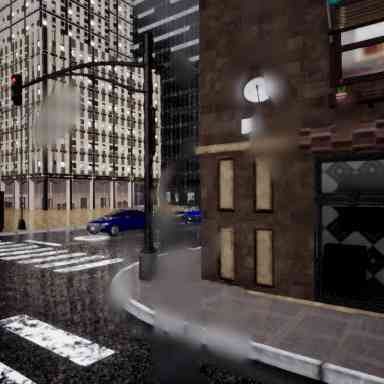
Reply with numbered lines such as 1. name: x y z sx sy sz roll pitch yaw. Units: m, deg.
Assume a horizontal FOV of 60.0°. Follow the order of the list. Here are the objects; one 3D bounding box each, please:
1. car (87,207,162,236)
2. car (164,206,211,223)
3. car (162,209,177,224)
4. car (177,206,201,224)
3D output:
1. car: -4.181 1.773 20.258 1.812 1.442 4.674 -1 -1 33
2. car: -0.330 1.975 30.490 2.008 1.369 4.403 -2 -2 35
3. car: -3.533 1.894 25.934 2.008 1.369 4.403 -2 -2 35
4. car: 1.240 1.863 27.974 1.882 1.535 5.008 -1 -1 35
